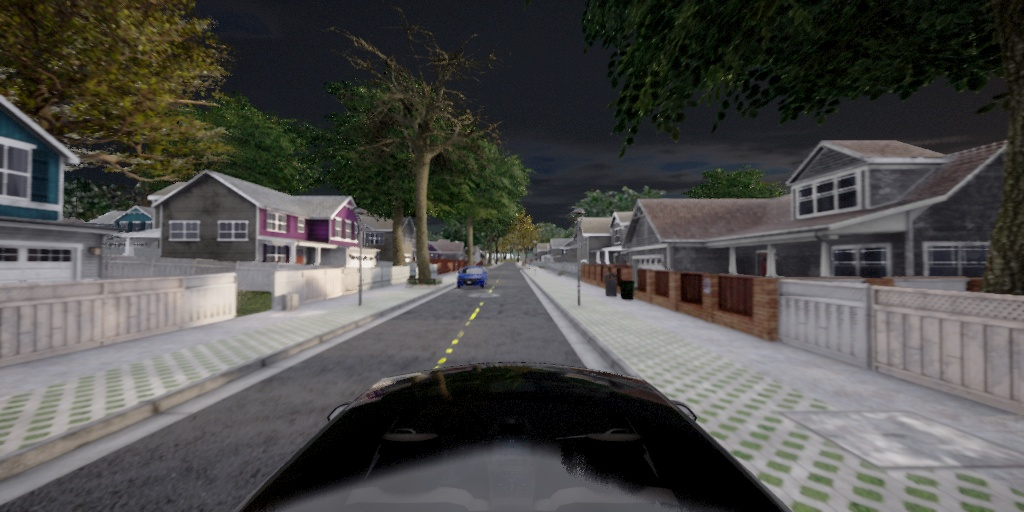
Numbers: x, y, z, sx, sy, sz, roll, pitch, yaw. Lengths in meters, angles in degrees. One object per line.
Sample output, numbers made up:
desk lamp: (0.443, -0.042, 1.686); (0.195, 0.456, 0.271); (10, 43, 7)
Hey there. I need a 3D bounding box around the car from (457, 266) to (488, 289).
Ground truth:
car: (-2.842, 1.499, 26.303); (1.882, 1.535, 5.008); (0, -1, 0)
